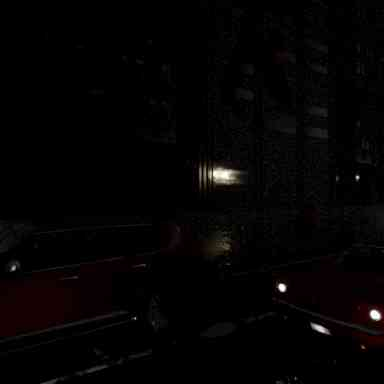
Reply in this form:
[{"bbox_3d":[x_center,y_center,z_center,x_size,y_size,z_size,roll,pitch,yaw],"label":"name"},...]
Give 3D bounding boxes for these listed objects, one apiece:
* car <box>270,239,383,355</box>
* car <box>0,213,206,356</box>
[{"bbox_3d":[3.588,1.601,5.939,4.718,1.301,1.895,0,0,-35],"label":"car"},{"bbox_3d":[-2.071,1.315,5.180,5.009,1.841,2.192,0,0,-35],"label":"car"}]
